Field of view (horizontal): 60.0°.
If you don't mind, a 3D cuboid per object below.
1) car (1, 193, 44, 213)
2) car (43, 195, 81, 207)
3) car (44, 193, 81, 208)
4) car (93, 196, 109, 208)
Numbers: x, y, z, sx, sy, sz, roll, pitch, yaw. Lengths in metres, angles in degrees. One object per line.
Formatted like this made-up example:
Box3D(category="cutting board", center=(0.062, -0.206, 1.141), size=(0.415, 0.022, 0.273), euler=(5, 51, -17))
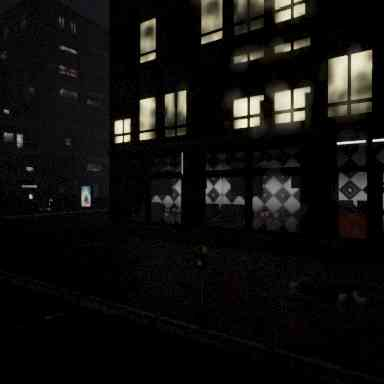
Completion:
Box3D(category="car", center=(-16.185, 1.029, 29.106), size=(2.192, 1.841, 5.009), euler=(1, 2, 35))
Box3D(category="car", center=(-16.745, 1.074, 42.954), size=(1.802, 1.307, 4.206), euler=(1, 2, 35))
Box3D(category="car", center=(-15.676, 0.883, 39.983), size=(2.097, 1.767, 4.553), euler=(0, 1, 35))
Box3D(category="car", center=(-9.837, 1.072, 38.210), size=(1.947, 1.339, 4.313), euler=(1, 2, 35))
